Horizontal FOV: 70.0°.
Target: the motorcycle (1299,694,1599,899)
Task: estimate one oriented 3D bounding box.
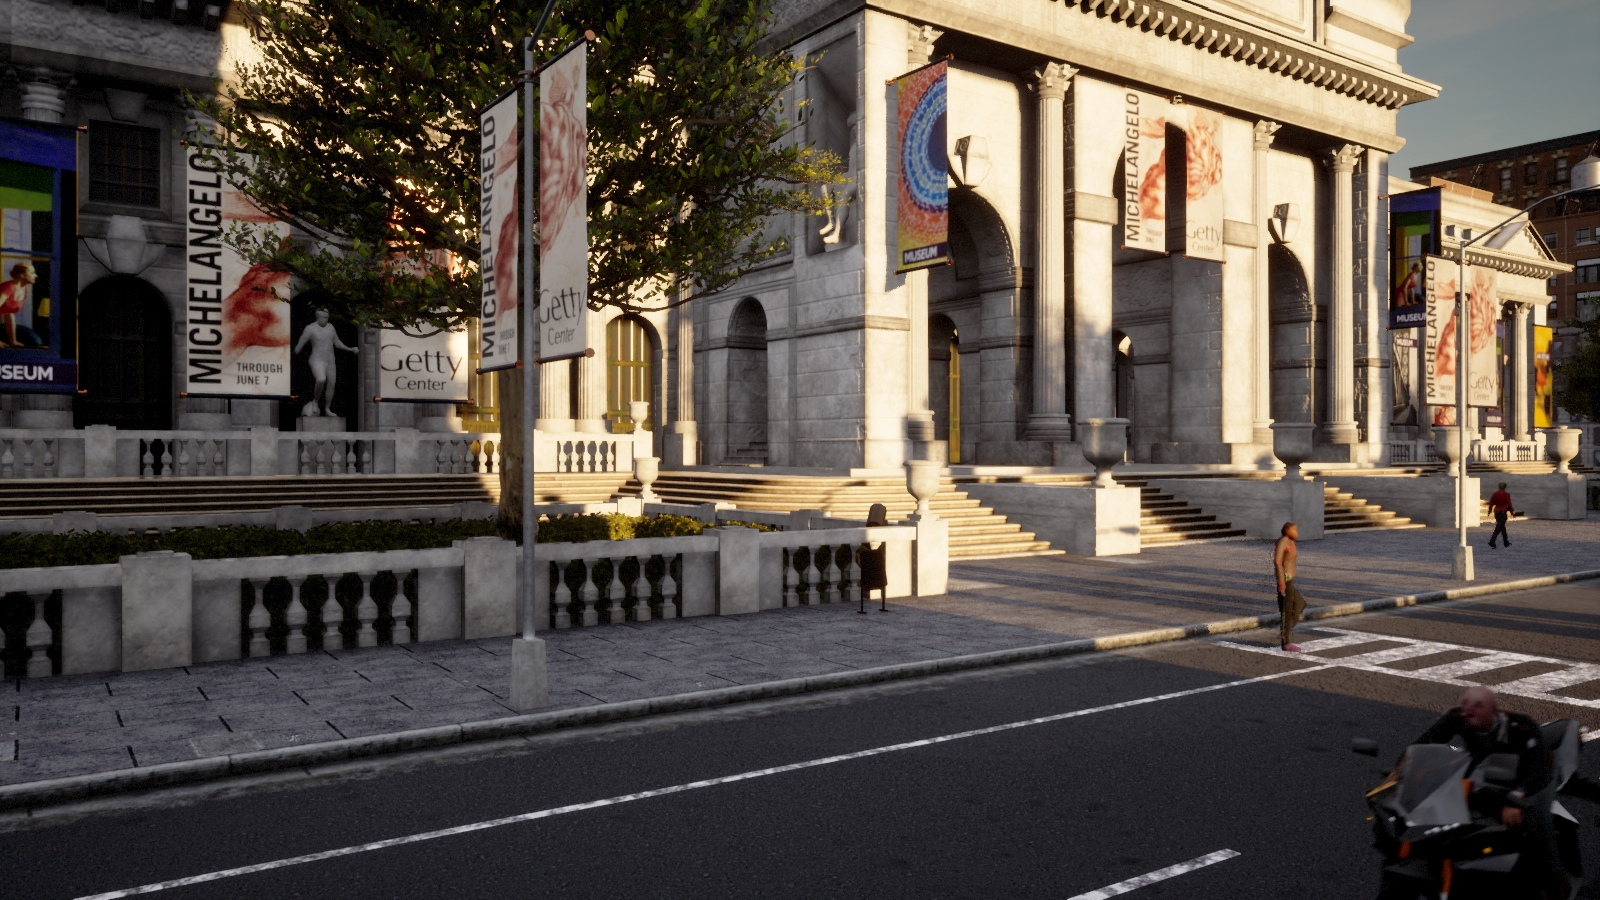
[{"bbox_3d":[3.840,2.205,6.402,2.209,1.251,0.867,0,0,-34],"label":"motorcycle"}]

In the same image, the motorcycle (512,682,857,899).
[{"bbox_3d":[-0.663,2.213,7.081,2.033,1.145,0.803,0,0,-41],"label":"motorcycle"}]

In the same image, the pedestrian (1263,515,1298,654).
[{"bbox_3d":[6.677,1.849,15.860,0.375,1.860,0.375,0,0,35],"label":"pedestrian"}]

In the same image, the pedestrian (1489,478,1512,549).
[{"bbox_3d":[18.713,1.696,30.528,0.375,1.860,0.375,0,0,-29],"label":"pedestrian"}]
